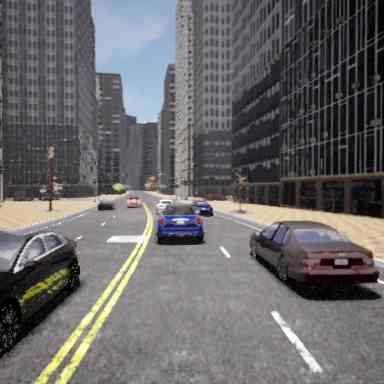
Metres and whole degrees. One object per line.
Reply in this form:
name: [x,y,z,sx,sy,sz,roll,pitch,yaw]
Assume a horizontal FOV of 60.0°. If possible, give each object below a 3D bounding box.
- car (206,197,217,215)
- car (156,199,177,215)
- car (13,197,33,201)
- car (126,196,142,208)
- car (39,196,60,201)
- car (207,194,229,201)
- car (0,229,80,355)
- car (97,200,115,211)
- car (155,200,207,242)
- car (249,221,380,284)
car: [0.781,1.531,32.758,1.994,1.385,4.181,0,0,-8]
car: [-2.722,1.505,34.275,1.812,1.442,4.674,0,0,-8]
car: [-38.168,1.457,75.181,4.206,1.307,1.802,0,0,-8]
car: [-8.379,1.335,48.155,2.097,1.767,4.553,0,0,-9]
car: [-32.536,1.468,75.959,4.313,1.339,1.947,0,0,-8]
car: [5.975,1.392,81.662,5.009,1.841,2.192,0,0,-8]
car: [-3.526,1.497,6.089,2.128,1.511,4.902,0,0,-2]
car: [-10.530,1.604,41.012,1.895,1.301,4.718,0,0,-9]
car: [-0.662,1.344,16.596,2.097,1.767,4.553,0,0,-4]
car: [3.064,1.536,9.591,2.033,1.411,5.357,0,0,-3]
